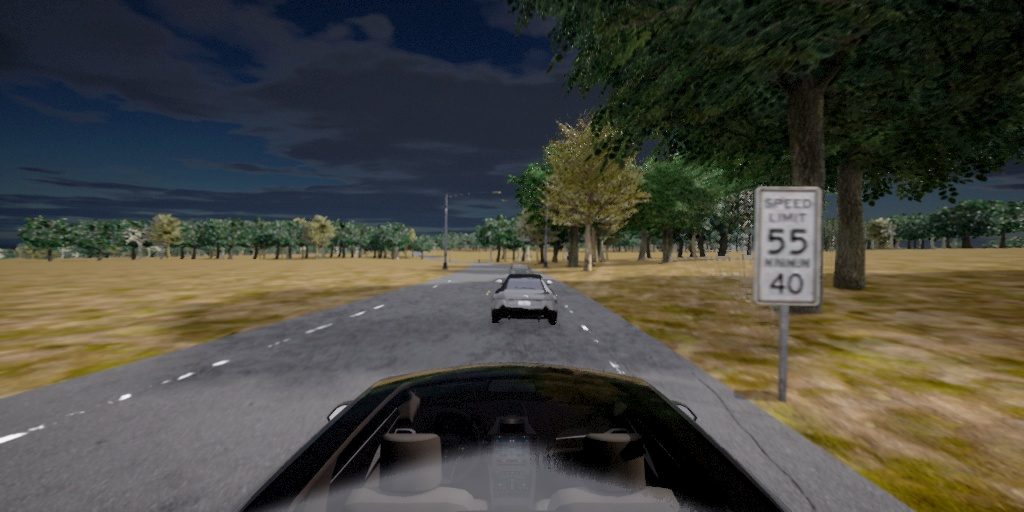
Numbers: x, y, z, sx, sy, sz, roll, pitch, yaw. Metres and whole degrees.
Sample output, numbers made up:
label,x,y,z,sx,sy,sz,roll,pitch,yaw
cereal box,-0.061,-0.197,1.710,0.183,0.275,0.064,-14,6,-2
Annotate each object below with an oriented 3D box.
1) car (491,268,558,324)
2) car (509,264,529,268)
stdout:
label,x,y,z,sx,sy,sz,roll,pitch,yaw
car,0.405,1.277,11.975,1.994,1.385,4.181,1,0,2
car,0.640,1.328,30.506,1.895,1.301,4.718,1,0,0
